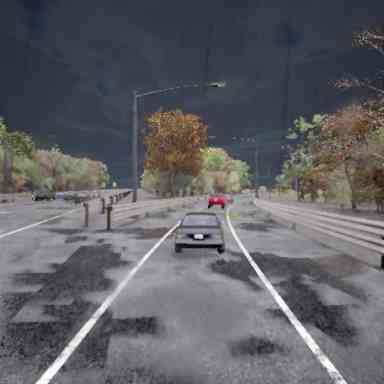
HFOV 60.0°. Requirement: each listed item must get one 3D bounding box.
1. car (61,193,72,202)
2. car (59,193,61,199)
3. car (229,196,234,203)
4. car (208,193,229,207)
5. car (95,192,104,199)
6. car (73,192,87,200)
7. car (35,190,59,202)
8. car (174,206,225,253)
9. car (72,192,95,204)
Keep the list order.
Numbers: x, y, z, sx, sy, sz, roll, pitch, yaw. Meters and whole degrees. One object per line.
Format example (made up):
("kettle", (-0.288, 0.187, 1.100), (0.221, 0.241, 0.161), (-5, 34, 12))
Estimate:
("car", (-21.206, 0.907, 58.723), (1.837, 1.490, 4.892), (0, 0, -9))
("car", (-26.118, 0.844, 66.301), (1.812, 1.442, 4.674), (0, 0, -9))
("car", (7.360, 1.452, 67.576), (1.994, 1.385, 4.181), (0, 0, 13))
("car", (3.503, 1.156, 46.093), (2.150, 2.045, 5.566), (0, 0, 9))
("car", (-19.306, 0.706, 68.012), (2.097, 1.767, 4.553), (0, 0, -9))
("car", (-22.842, 0.829, 67.932), (1.837, 1.490, 4.892), (0, 0, -9))
("car", (-24.086, 0.635, 54.720), (2.150, 2.045, 5.566), (0, 0, -9))
("car", (0.355, 1.523, 13.588), (2.033, 1.411, 5.357), (0, 0, 3))
("car", (-16.165, 0.979, 49.774), (1.882, 1.535, 5.008), (0, 0, -9))
